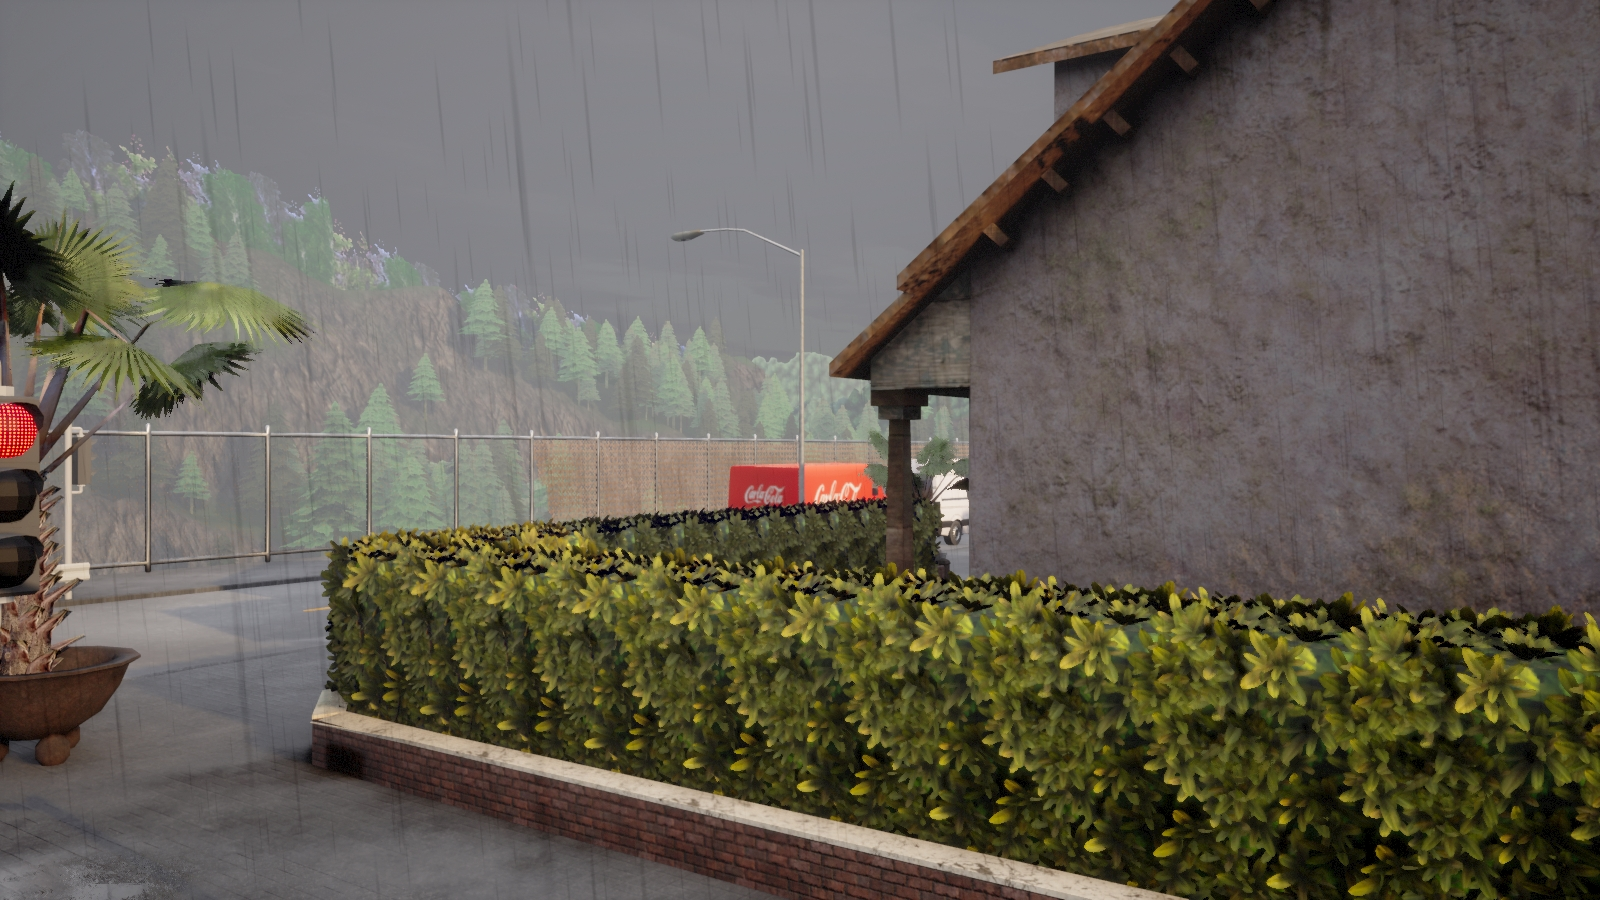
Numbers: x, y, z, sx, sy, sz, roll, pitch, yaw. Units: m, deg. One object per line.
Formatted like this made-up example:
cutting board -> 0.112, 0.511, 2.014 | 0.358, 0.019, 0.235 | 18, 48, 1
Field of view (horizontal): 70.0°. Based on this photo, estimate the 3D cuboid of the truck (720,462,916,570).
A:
truck -> 0.584, 1.568, 29.600 | 2.627, 2.467, 5.204 | 0, 0, 35
